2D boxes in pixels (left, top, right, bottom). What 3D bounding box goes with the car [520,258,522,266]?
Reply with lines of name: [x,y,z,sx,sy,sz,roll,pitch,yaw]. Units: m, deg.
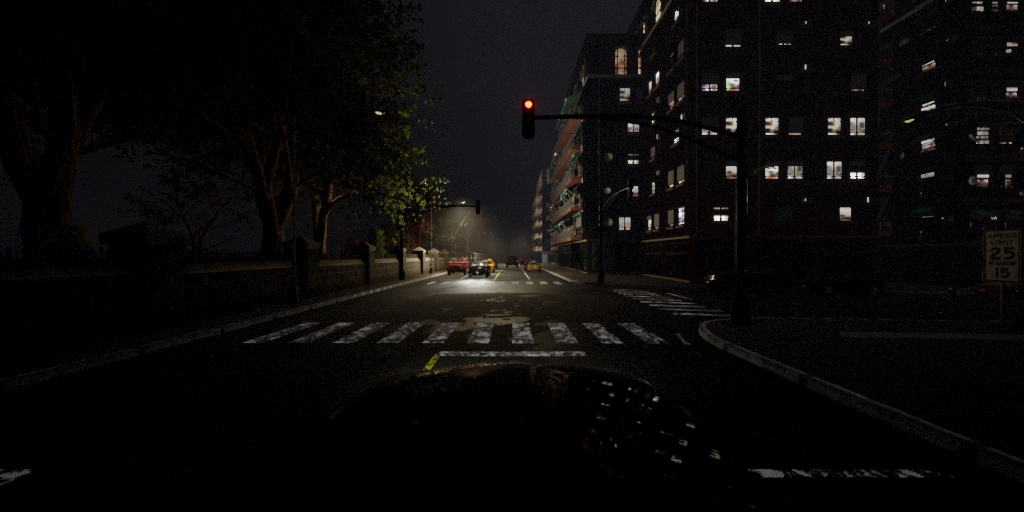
car: [2.711,1.316,55.382,2.007,1.370,4.403,0,0,0]

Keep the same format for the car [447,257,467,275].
car: [-5.675,1.069,38.778,2.192,1.841,5.009,0,0,0]

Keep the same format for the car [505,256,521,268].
car: [0.025,0.993,63.707,2.150,2.045,5.566,0,0,0]

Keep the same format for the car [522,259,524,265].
car: [2.709,1.306,49.846,1.888,1.381,4.507,0,0,0]

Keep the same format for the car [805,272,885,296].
car: [20.302,1.671,22.202,4.507,1.381,1.888,0,0,0]

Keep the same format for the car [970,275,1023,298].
car: [31.523,1.857,22.233,4.829,1.417,1.751,0,0,0]

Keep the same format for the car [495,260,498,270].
car: [-3.074,1.235,44.219,1.882,1.535,5.008,0,0,0]

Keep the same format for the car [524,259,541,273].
car: [2.707,1.283,44.481,1.751,1.417,4.829,0,0,0]

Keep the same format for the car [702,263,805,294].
car: [14.607,1.338,22.186,5.009,1.841,2.192,0,0,0]

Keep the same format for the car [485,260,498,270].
car: [-3.068,1.290,54.398,1.812,1.442,4.674,0,0,0]

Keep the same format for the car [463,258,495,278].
car: [-3.074,1.245,34.718,2.128,1.511,4.902,0,0,0]
